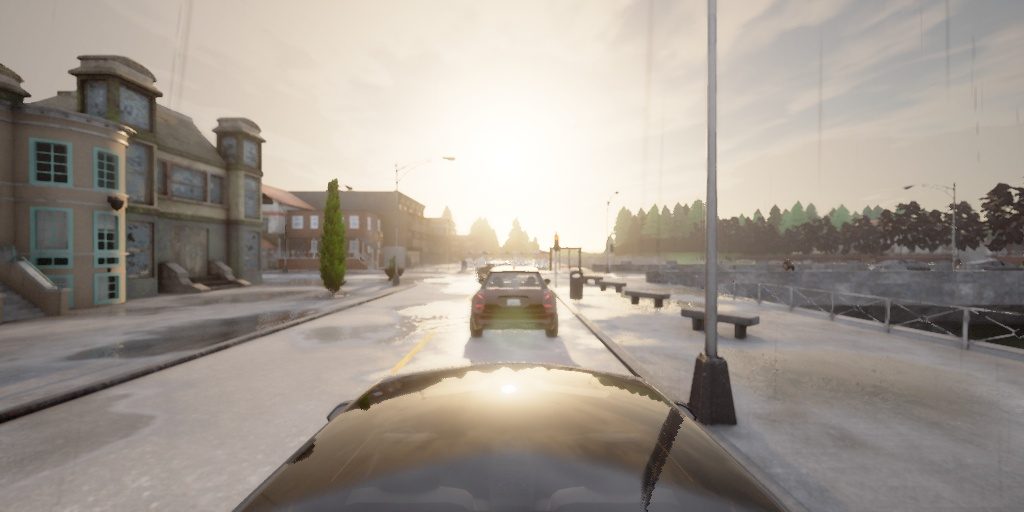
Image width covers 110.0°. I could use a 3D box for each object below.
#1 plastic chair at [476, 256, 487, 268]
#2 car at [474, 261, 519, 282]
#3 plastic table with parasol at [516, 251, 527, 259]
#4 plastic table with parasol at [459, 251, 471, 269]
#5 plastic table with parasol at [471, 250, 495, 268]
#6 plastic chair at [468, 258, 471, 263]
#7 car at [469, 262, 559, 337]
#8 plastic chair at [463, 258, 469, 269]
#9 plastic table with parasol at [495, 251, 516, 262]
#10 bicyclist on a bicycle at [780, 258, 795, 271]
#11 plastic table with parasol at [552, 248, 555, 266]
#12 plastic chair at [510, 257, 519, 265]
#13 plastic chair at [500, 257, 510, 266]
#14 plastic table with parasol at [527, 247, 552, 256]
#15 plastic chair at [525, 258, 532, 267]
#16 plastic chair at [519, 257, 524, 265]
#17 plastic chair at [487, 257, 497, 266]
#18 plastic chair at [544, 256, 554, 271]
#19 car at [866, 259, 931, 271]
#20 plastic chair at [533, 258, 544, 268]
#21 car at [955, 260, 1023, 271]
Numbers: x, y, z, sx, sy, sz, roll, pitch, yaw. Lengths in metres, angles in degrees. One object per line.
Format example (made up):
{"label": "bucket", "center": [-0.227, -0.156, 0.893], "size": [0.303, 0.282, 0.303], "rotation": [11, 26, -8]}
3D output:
{"label": "plastic chair", "center": [-4.179, 1.021, 49.025], "size": [0.750, 1.272, 0.730], "rotation": [0, 0, 0]}
{"label": "car", "center": [-1.324, 1.153, 28.231], "size": [2.033, 1.411, 5.357], "rotation": [0, 0, -20]}
{"label": "plastic table with parasol", "center": [1.402, 0.331, 64.813], "size": [2.482, 2.480, 2.482], "rotation": [0, 0, 0]}
{"label": "plastic table with parasol", "center": [-6.919, 0.374, 56.845], "size": [2.482, 2.480, 2.482], "rotation": [0, 0, 0]}
{"label": "plastic table with parasol", "center": [-4.054, 0.410, 50.244], "size": [2.482, 2.480, 2.482], "rotation": [0, 0, 0]}
{"label": "plastic chair", "center": [-5.374, 1.014, 50.330], "size": [0.730, 1.272, 0.750], "rotation": [0, 0, 0]}
{"label": "car", "center": [0.070, 1.055, 10.264], "size": [2.097, 1.767, 4.553], "rotation": [0, 0, 1]}
{"label": "plastic chair", "center": [-6.850, 0.985, 55.667], "size": [0.750, 1.272, 0.730], "rotation": [0, 0, 0]}
{"label": "plastic table with parasol", "center": [-0.998, 0.372, 57.213], "size": [2.482, 2.480, 2.482], "rotation": [0, 0, 0]}
{"label": "bicyclist on a bicycle", "center": [19.903, 0.966, 25.934], "size": [0.582, 1.620, 1.656], "rotation": [0, 0, 0]}
{"label": "plastic table with parasol", "center": [5.206, 0.367, 58.089], "size": [2.482, 2.480, 2.482], "rotation": [0, 0, 0]}
{"label": "plastic chair", "center": [0.352, 0.977, 57.107], "size": [0.730, 1.272, 0.750], "rotation": [0, 0, 0]}
{"label": "plastic chair", "center": [-1.052, 0.983, 56.013], "size": [0.750, 1.272, 0.730], "rotation": [0, 0, 0]}
{"label": "plastic table with parasol", "center": [3.763, 0.414, 49.464], "size": [2.482, 2.480, 2.482], "rotation": [0, 0, 0]}
{"label": "plastic chair", "center": [2.423, 1.018, 49.500], "size": [0.730, 1.272, 0.750], "rotation": [0, 0, 0]}
{"label": "plastic chair", "center": [1.281, 0.941, 63.636], "size": [0.750, 1.272, 0.730], "rotation": [0, 0, 0]}
{"label": "plastic chair", "center": [-2.775, 1.015, 50.120], "size": [0.730, 1.272, 0.750], "rotation": [0, 0, 0]}
{"label": "plastic chair", "center": [5.022, 1.019, 49.290], "size": [0.730, 1.272, 0.750], "rotation": [0, 0, 0]}
{"label": "car", "center": [36.833, 1.062, 34.255], "size": [4.902, 1.511, 2.128], "rotation": [0, 0, 0]}
{"label": "plastic chair", "center": [3.618, 1.025, 48.195], "size": [0.750, 1.272, 0.730], "rotation": [0, 0, 0]}
{"label": "car", "center": [40.483, 1.096, 30.145], "size": [4.892, 1.490, 1.837], "rotation": [1, 0, 1]}
